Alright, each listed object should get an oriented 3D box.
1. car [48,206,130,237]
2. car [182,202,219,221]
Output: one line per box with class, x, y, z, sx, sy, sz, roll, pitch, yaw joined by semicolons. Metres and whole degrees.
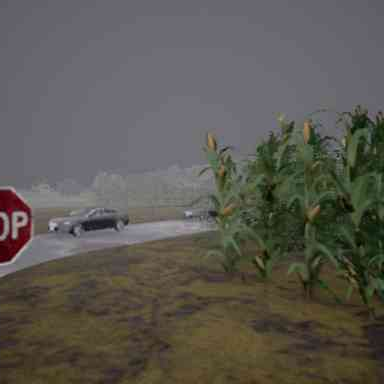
car;-5.729;1.598;18.964;2.128;1.511;4.902;0;0;36
car;1.062;1.611;28.504;2.128;1.511;4.902;0;0;35
